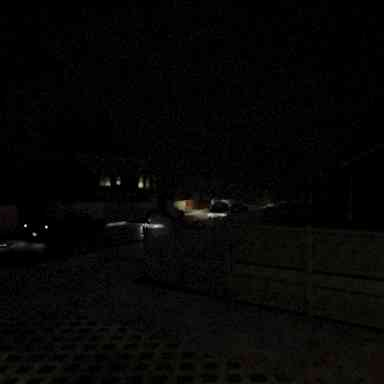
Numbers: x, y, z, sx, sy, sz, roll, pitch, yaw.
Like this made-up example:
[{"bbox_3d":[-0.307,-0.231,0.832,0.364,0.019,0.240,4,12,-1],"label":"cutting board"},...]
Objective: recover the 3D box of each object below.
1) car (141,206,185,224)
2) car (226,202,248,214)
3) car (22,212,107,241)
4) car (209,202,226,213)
[{"bbox_3d":[-2.403,1.936,29.459,2.033,1.411,5.357,1,0,23],"label":"car"},{"bbox_3d":[6.519,2.175,45.720,2.128,1.511,4.902,1,-1,18],"label":"car"},{"bbox_3d":[-7.006,1.845,18.719,1.895,1.301,4.718,1,0,24],"label":"car"},{"bbox_3d":[3.793,2.121,46.600,1.882,1.535,5.008,1,-1,18],"label":"car"}]
